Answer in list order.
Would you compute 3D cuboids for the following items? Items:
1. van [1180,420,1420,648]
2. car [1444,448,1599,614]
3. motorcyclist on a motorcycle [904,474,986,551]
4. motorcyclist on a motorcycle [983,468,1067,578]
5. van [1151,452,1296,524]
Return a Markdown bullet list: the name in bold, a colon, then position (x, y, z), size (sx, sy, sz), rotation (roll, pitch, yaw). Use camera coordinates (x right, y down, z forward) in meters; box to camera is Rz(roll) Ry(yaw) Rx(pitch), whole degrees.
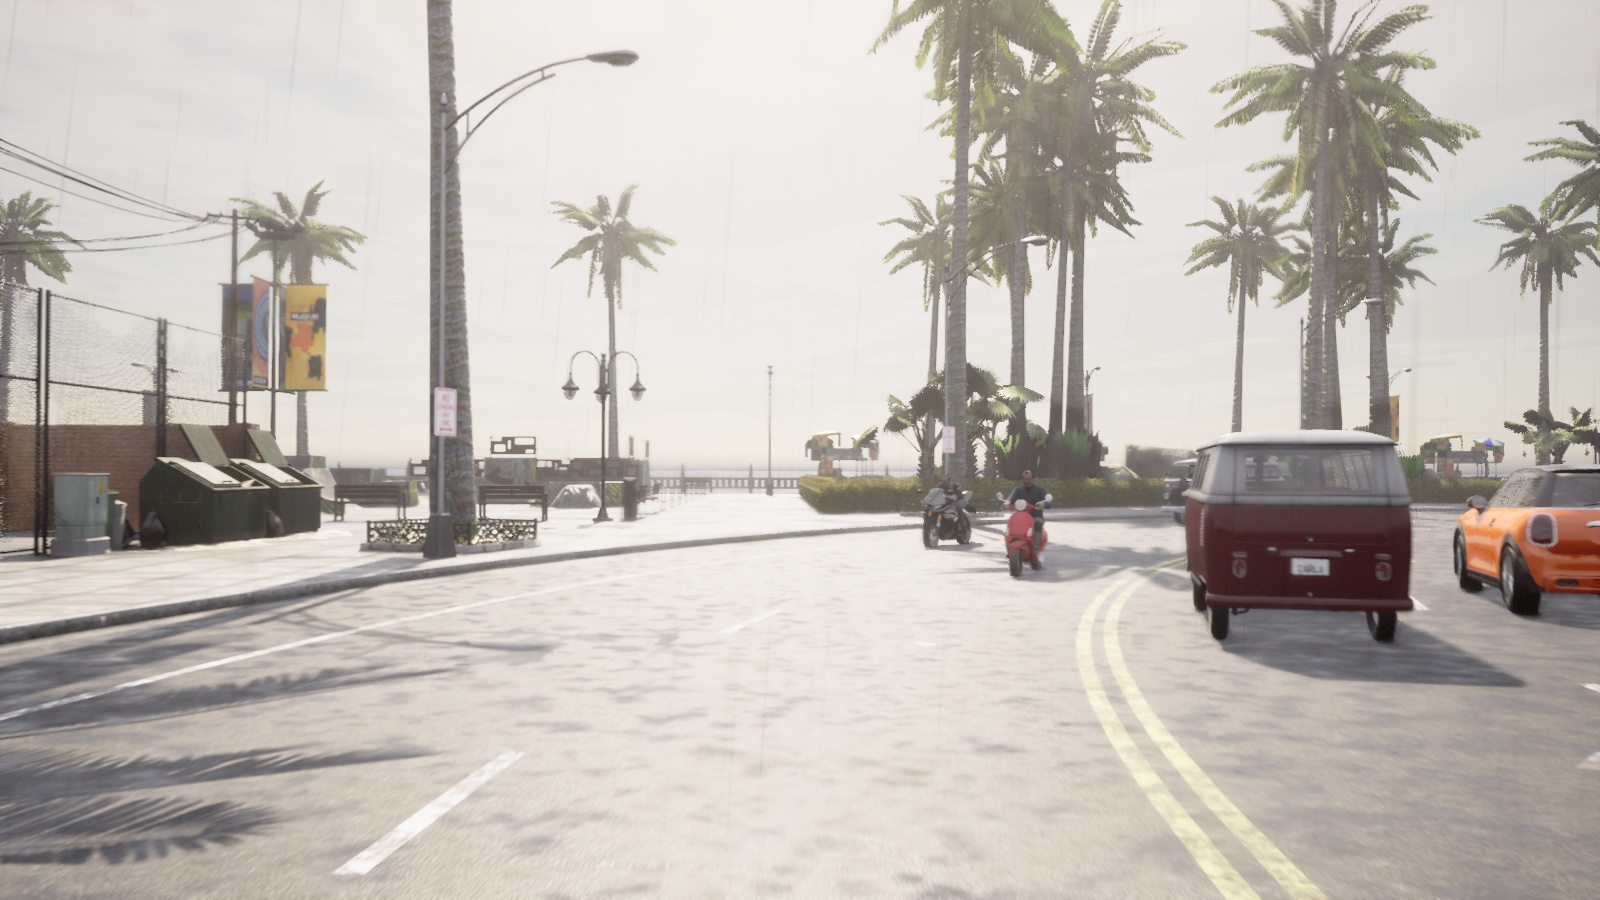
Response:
- **van**: position (5.061, 0.770, 13.291), size (1.775, 1.987, 4.442), rotation (-1, -1, 14)
- **car**: position (9.485, 0.896, 15.479), size (2.097, 1.767, 4.553), rotation (-1, -1, 19)
- **motorcyclist on a motorcycle**: position (3.069, 1.279, 26.336), size (0.866, 1.530, 2.191), rotation (-1, -1, 31)
- **motorcyclist on a motorcycle**: position (3.467, 1.077, 19.253), size (0.866, 1.590, 1.817), rotation (0, -1, 24)
- **van**: position (12.831, 1.124, 37.973), size (4.480, 2.038, 2.069), rotation (1, -1, -39)
